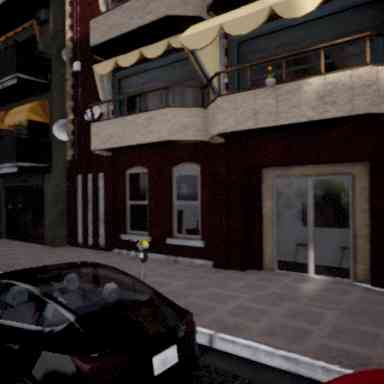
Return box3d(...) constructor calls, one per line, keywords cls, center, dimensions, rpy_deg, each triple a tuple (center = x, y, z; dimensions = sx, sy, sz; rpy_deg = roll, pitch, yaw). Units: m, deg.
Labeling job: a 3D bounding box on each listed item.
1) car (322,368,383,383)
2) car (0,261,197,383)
box3d(cls="car", center=(2.562, 1.539, 1.056), dimensions=(4.507, 1.381, 1.887), rpy_deg=(0, -1, 36))
box3d(cls="car", center=(-1.935, 1.582, 4.264), dimensions=(4.313, 1.339, 1.947), rpy_deg=(0, -1, 36))
